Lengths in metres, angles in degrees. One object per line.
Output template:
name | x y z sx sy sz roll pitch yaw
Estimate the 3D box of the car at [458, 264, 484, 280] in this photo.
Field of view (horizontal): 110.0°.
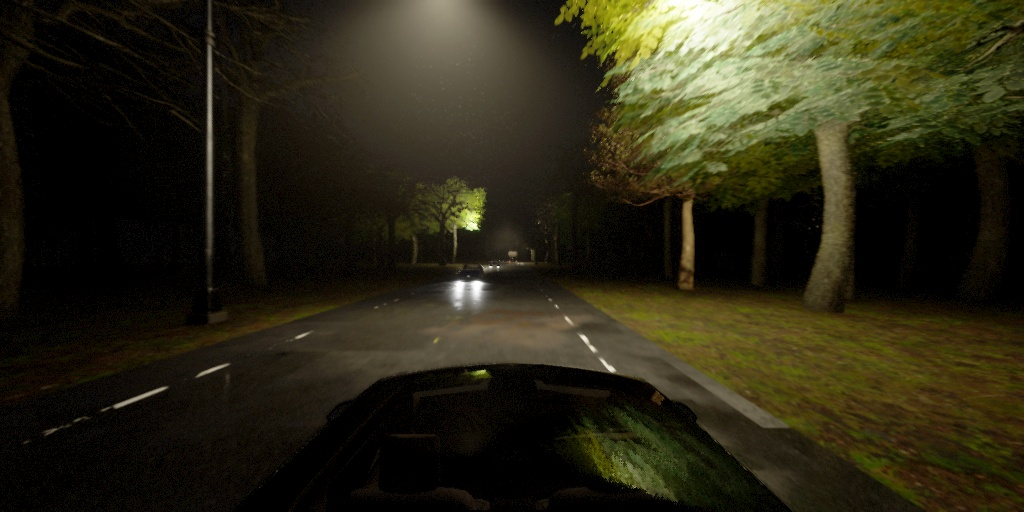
car | -3.577 1.360 31.713 1.895 1.301 4.718 0 0 0
